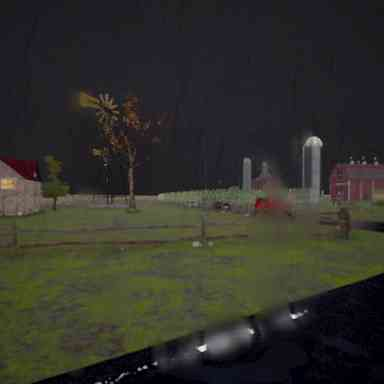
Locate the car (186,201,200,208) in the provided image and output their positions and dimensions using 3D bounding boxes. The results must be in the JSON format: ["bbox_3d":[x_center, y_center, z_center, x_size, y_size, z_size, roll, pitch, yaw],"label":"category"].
[{"bbox_3d":[0.177,2.429,66.701,1.895,1.301,4.718,1,-1,-15],"label":"car"}]

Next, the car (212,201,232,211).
[{"bbox_3d":[4.442,2.049,50.152,2.128,1.511,4.902,1,-1,-15],"label":"car"}]

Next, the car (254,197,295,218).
[{"bbox_3d":[8.484,1.536,34.795,2.150,2.045,5.566,1,-1,-15],"label":"car"}]
